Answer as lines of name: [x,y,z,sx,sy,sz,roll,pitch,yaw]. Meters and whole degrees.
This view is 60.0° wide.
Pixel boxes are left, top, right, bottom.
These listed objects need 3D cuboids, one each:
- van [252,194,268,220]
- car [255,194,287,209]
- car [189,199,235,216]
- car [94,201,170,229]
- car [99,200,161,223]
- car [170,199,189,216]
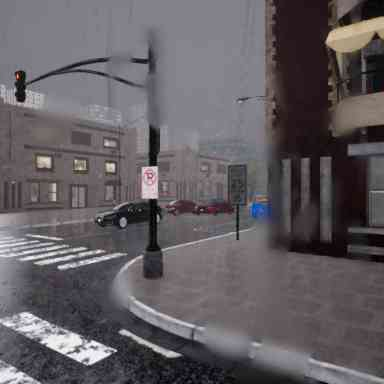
van: [5.770,1.047,23.955,1.690,1.788,3.998,1,1,35]
car: [9.383,1.037,38.996,1.882,1.535,5.008,0,1,35]
car: [1.964,1.267,28.595,1.994,1.385,4.181,0,1,36]
car: [-3.776,1.321,20.554,1.837,1.490,4.892,0,1,35]
car: [-4.371,1.359,24.168,1.947,1.339,4.313,1,1,35]
car: [-1.066,1.310,28.807,1.802,1.307,4.206,1,1,35]
